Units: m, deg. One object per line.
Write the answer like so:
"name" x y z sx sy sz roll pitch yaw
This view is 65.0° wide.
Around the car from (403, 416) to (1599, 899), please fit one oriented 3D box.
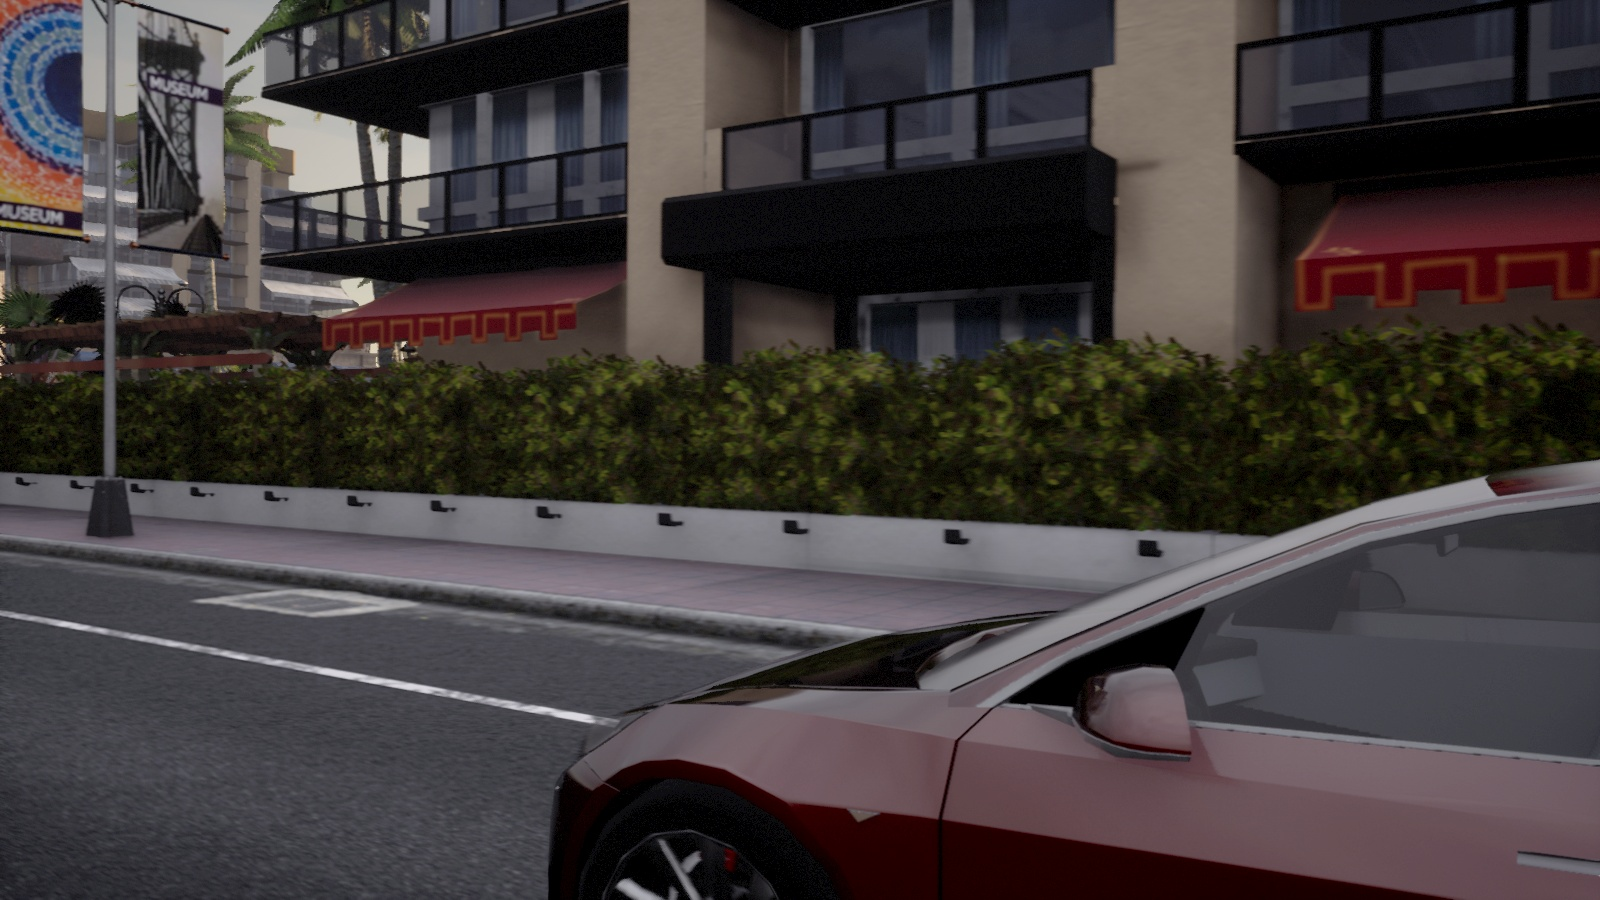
"car" 1.677 0.682 2.509 4.792 1.488 2.163 0 1 34
